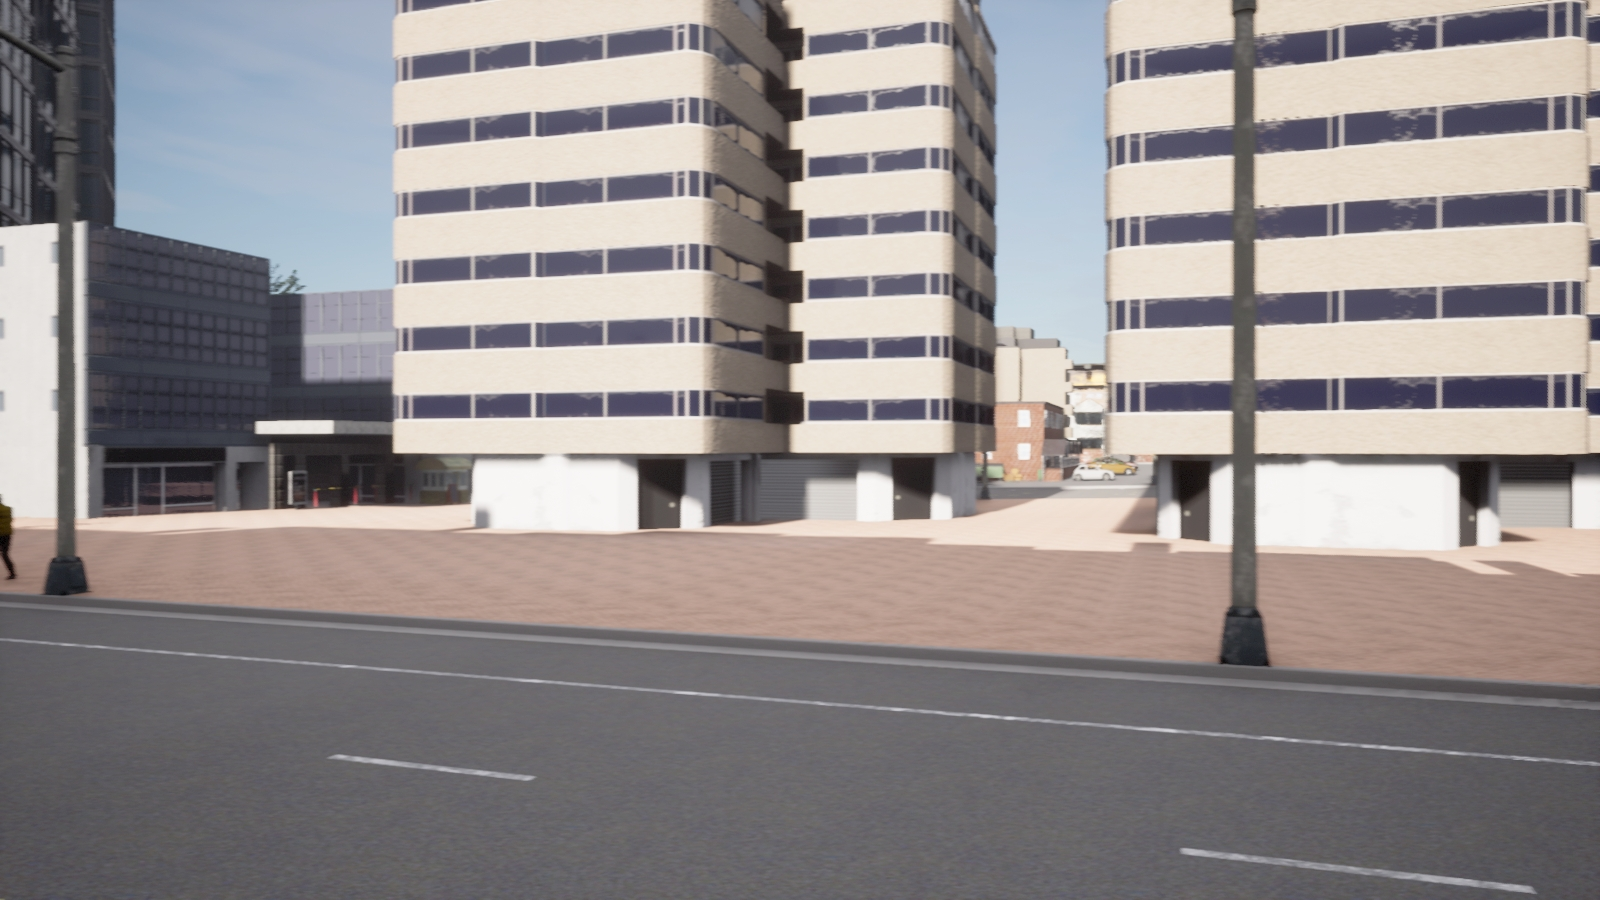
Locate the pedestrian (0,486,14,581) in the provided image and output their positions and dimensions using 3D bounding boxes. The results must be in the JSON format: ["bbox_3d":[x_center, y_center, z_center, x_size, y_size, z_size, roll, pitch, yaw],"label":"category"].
[{"bbox_3d":[-15.947,1.656,22.717,0.375,1.860,0.375,0,0,20],"label":"pedestrian"}]
